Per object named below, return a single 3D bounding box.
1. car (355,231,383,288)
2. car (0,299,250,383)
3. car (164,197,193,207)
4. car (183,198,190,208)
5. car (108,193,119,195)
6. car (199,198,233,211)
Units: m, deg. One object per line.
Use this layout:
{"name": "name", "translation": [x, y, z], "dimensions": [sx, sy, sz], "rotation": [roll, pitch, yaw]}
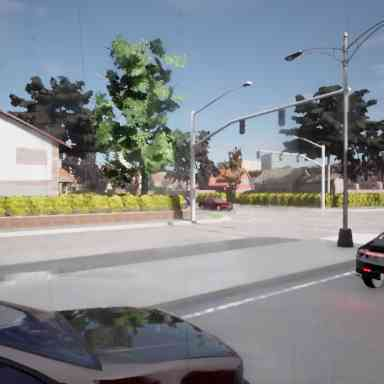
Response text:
{"name": "car", "translation": [5.859, 1.489, 7.972], "dimensions": [4.902, 1.511, 2.128], "rotation": [0, 0, -35]}
{"name": "car", "translation": [-2.055, 1.548, 2.282], "dimensions": [5.357, 1.411, 2.033], "rotation": [0, 0, -35]}
{"name": "car", "translation": [-2.292, 1.538, 53.590], "dimensions": [2.033, 1.411, 5.357], "rotation": [0, 0, -36]}
{"name": "car", "translation": [-2.564, 1.344, 47.681], "dimensions": [2.097, 1.767, 4.553], "rotation": [0, 0, -36]}
{"name": "car", "translation": [-14.818, 1.213, 64.621], "dimensions": [2.150, 2.045, 5.566], "rotation": [0, 0, -35]}
{"name": "car", "translation": [2.852, 1.469, 40.240], "dimensions": [1.882, 1.535, 5.008], "rotation": [0, 0, -36]}
